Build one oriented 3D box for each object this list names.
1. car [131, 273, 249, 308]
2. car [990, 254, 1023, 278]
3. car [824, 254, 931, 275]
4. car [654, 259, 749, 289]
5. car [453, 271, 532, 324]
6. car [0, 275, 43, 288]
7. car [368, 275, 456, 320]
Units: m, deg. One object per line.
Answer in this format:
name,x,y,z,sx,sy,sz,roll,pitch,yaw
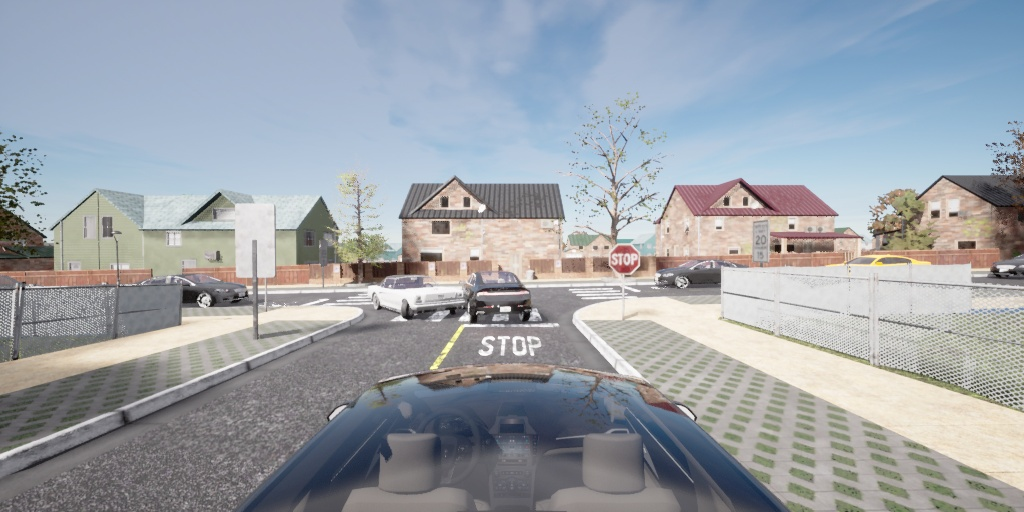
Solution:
car,-14.900,1.566,16.512,4.902,1.511,2.128,-1,1,0
car,29.388,0.478,19.632,4.902,1.511,2.128,-1,1,0
car,19.764,0.690,19.597,5.008,1.535,1.882,-1,1,-1
car,10.333,0.926,19.562,4.902,1.511,2.128,-1,1,0
car,-0.684,1.242,12.155,2.128,1.511,4.902,0,0,-12
car,-24.237,1.648,16.473,4.553,1.767,2.097,-1,1,0
car,-3.600,1.368,13.015,1.895,1.301,4.718,0,0,-38
